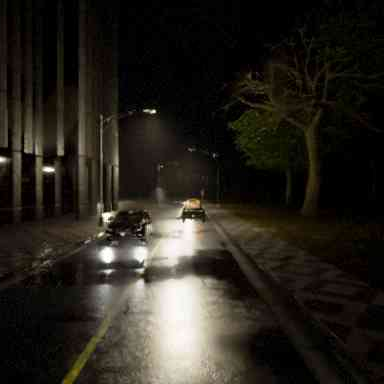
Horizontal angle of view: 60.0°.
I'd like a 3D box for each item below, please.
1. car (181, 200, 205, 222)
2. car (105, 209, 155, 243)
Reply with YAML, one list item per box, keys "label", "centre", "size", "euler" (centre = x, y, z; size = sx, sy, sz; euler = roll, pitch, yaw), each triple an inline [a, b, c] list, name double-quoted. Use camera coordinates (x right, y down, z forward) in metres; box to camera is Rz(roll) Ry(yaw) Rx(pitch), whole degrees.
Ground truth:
- label: "car"
  centre: [0.122, 1.688, 28.281]
  size: [2.128, 1.511, 4.902]
  euler: [0, 0, 0]
- label: "car"
  centre: [-3.038, 1.647, 17.112]
  size: [1.837, 1.490, 4.892]
  euler: [0, -1, 1]
